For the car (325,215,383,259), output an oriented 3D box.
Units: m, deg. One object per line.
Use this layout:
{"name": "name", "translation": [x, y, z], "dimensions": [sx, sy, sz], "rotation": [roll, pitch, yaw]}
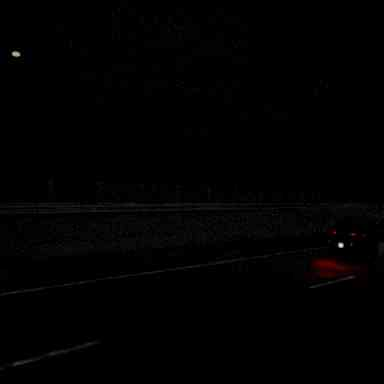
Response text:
{"name": "car", "translation": [7.358, 1.680, 13.393], "dimensions": [4.892, 1.490, 1.837], "rotation": [0, 0, -35]}
